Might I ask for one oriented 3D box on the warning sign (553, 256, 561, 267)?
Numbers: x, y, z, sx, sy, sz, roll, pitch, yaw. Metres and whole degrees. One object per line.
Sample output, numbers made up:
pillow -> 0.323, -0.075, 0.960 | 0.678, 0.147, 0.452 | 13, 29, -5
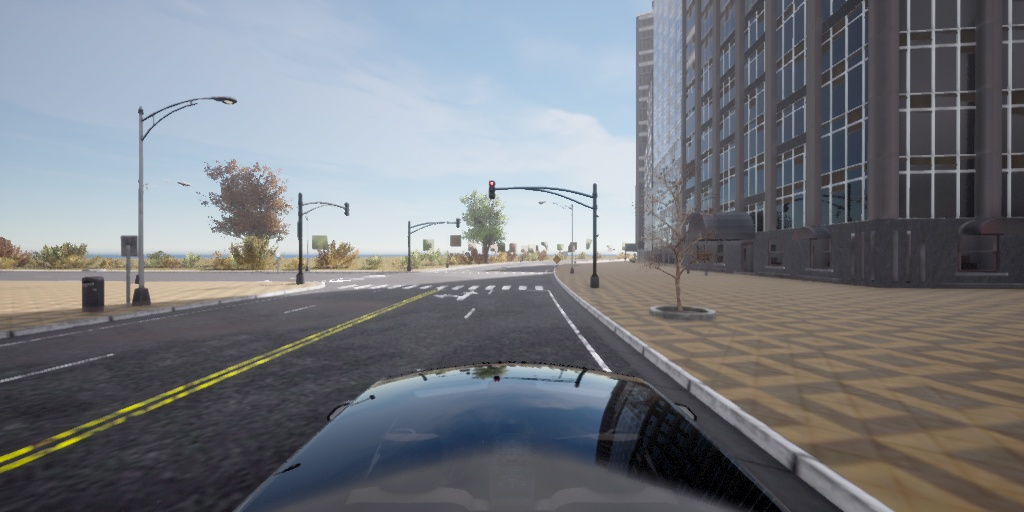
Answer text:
warning sign -> 7.155, 0.877, 57.150 | 1.300, 1.860, 1.060 | 0, 0, 9
